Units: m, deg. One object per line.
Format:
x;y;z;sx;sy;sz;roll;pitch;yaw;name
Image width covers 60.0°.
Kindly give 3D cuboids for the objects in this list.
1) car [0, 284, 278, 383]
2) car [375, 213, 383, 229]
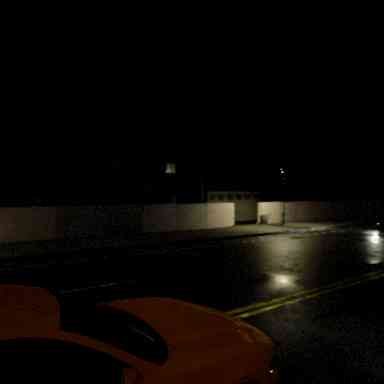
-1.479;1.478;2.383;5.008;1.535;1.882;0;0;-36;car
13.810;1.584;21.527;5.008;1.535;1.882;0;0;-35;car
